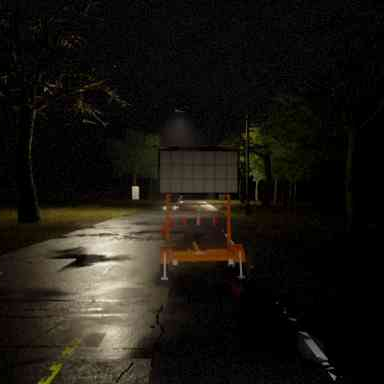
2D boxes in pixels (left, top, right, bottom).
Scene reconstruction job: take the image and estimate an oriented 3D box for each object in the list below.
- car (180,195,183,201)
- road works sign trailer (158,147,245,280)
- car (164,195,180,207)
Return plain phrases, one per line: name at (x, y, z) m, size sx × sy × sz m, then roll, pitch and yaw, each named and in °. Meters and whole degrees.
car at (-3.298, 1.682, 89.733) m, size 2.128 × 1.511 × 4.902 m, roll 0°, pitch 0°, yaw 0°
road works sign trailer at (0.183, 0.462, 10.004) m, size 2.380 × 3.560 × 2.880 m, roll 0°, pitch 0°, yaw -5°
car at (-3.467, 1.551, 54.490) m, size 1.882 × 1.535 × 5.008 m, roll 0°, pitch 0°, yaw 0°
